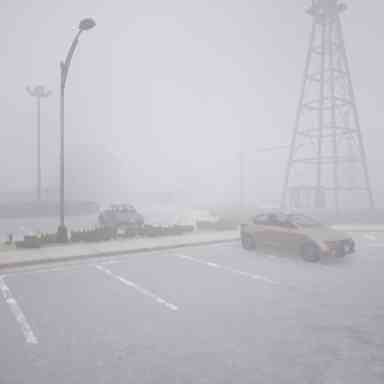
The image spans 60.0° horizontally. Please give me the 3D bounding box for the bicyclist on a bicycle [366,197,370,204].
[{"bbox_3d":[23.368,1.427,44.117,1.656,1.620,0.582,-8,5,-34],"label":"bicyclist on a bicycle"}]

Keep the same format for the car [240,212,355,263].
[{"bbox_3d":[3.640,1.501,12.076,1.816,1.474,4.193,0,0,-35],"label":"car"}]

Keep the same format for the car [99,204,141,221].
[{"bbox_3d":[-4.746,1.516,21.905,1.784,1.438,3.905,0,0,-35],"label":"car"}]
